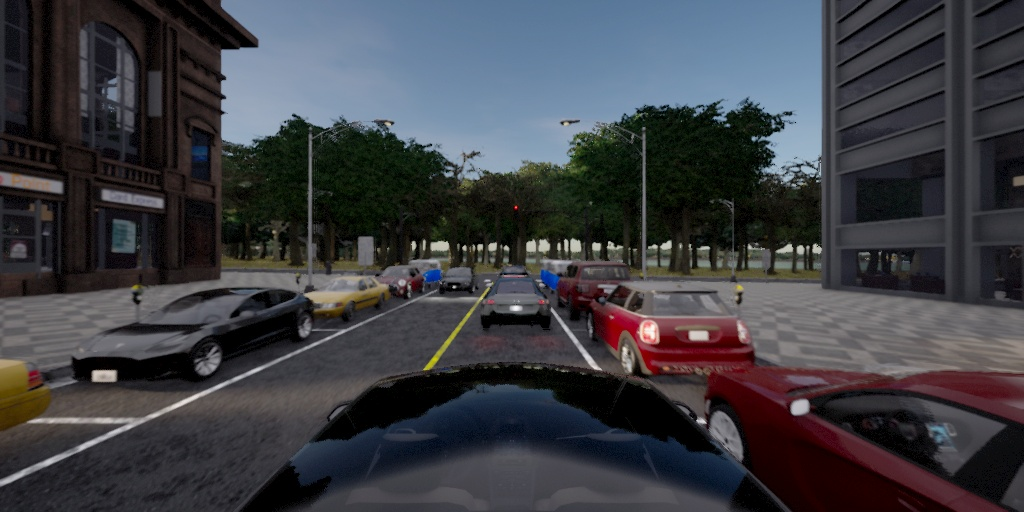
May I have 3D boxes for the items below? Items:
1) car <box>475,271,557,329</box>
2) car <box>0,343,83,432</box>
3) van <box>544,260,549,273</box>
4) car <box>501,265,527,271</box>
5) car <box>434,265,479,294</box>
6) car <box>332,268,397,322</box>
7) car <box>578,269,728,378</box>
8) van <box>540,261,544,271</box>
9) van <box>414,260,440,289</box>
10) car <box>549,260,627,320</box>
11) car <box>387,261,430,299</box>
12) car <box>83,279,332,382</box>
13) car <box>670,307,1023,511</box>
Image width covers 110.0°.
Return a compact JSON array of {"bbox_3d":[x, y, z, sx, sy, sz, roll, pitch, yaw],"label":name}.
[{"bbox_3d":[0.107,1.341,11.354,1.994,1.385,4.181,0,0,0],"label":"car"},{"bbox_3d":[-5.764,1.275,1.641,1.751,1.417,4.829,0,0,0],"label":"car"},{"bbox_3d":[2.774,1.138,18.117,1.690,1.789,3.998,0,0,0],"label":"van"},{"bbox_3d":[0.116,1.299,21.608,2.128,1.511,4.902,0,0,0],"label":"car"},{"bbox_3d":[-2.986,1.365,20.945,1.837,1.490,4.892,0,0,0],"label":"car"},{"bbox_3d":[-5.755,1.306,12.516,1.751,1.417,4.829,0,0,0],"label":"car"},{"bbox_3d":[2.766,1.206,7.242,1.967,1.591,4.097,0,0,0],"label":"car"},{"bbox_3d":[2.779,1.154,23.554,1.690,1.789,3.998,0,0,0],"label":"van"},{"bbox_3d":[-5.747,1.153,23.561,1.690,1.789,3.998,0,0,0],"label":"van"},{"bbox_3d":[2.770,1.096,12.679,2.192,1.841,5.009,0,0,0],"label":"car"},{"bbox_3d":[-5.751,1.236,18.123,1.967,1.591,4.097,0,0,0],"label":"car"},{"bbox_3d":[-5.760,1.331,7.249,1.948,1.339,4.313,0,0,0],"label":"car"},{"bbox_3d":[2.761,1.296,1.804,1.888,1.381,4.507,0,0,0],"label":"car"}]
